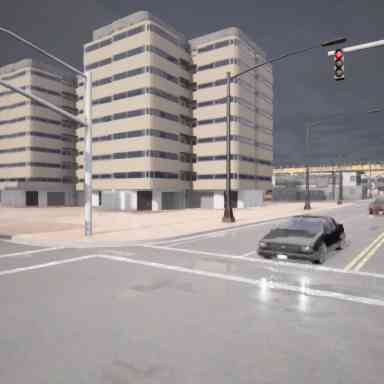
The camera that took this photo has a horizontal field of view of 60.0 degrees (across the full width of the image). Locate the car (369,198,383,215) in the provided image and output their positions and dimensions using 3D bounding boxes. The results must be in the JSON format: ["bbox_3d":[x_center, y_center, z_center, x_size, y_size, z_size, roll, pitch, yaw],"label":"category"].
[{"bbox_3d":[18.772,1.340,32.656,2.097,1.767,4.553,0,0,35],"label":"car"}]

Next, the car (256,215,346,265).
[{"bbox_3d":[4.221,1.550,12.101,2.033,1.411,5.357,0,0,35],"label":"car"}]
